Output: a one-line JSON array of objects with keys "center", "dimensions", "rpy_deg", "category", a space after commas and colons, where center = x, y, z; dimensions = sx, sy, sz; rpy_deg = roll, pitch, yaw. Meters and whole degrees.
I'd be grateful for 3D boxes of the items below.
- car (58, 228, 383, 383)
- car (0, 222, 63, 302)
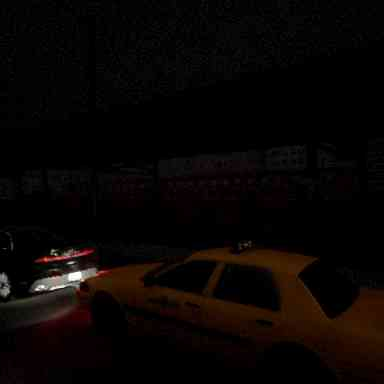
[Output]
[{"center": [0.472, 1.458, 4.826], "dimensions": [5.366, 1.575, 1.801], "rpy_deg": [0, 0, 36], "category": "car"}, {"center": [-4.470, 1.511, 8.288], "dimensions": [4.892, 1.490, 1.837], "rpy_deg": [0, 0, 34], "category": "car"}]
